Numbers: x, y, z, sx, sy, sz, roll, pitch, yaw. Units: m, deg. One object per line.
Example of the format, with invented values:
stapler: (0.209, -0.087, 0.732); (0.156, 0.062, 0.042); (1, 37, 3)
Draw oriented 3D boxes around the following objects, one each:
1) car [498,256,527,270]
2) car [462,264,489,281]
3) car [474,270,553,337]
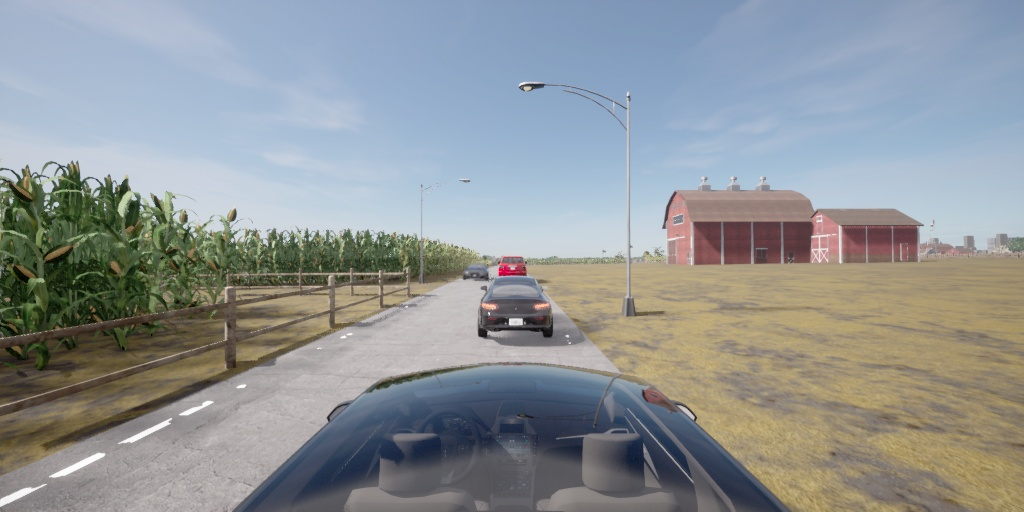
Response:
car: (0.045, 0.995, 28.635); (2.150, 2.045, 5.566); (0, 0, 0)
car: (-2.906, 1.339, 30.019); (1.994, 1.385, 4.181); (0, 0, 0)
car: (0.071, 1.280, 10.150); (1.812, 1.442, 4.674); (0, 0, 0)
